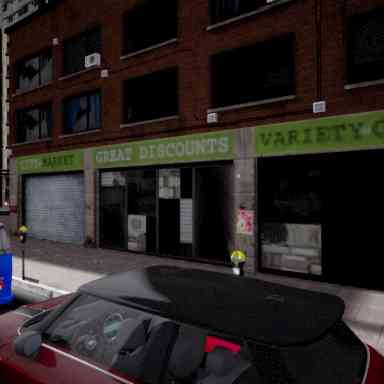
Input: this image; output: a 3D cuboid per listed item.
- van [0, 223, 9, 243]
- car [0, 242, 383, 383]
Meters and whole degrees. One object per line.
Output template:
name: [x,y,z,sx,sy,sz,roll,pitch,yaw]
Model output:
van: [-5.084,1.343,6.357,3.998,1.788,1.690,0,0,36]
car: [-0.453,1.440,3.050,4.097,1.590,1.967,0,0,36]
